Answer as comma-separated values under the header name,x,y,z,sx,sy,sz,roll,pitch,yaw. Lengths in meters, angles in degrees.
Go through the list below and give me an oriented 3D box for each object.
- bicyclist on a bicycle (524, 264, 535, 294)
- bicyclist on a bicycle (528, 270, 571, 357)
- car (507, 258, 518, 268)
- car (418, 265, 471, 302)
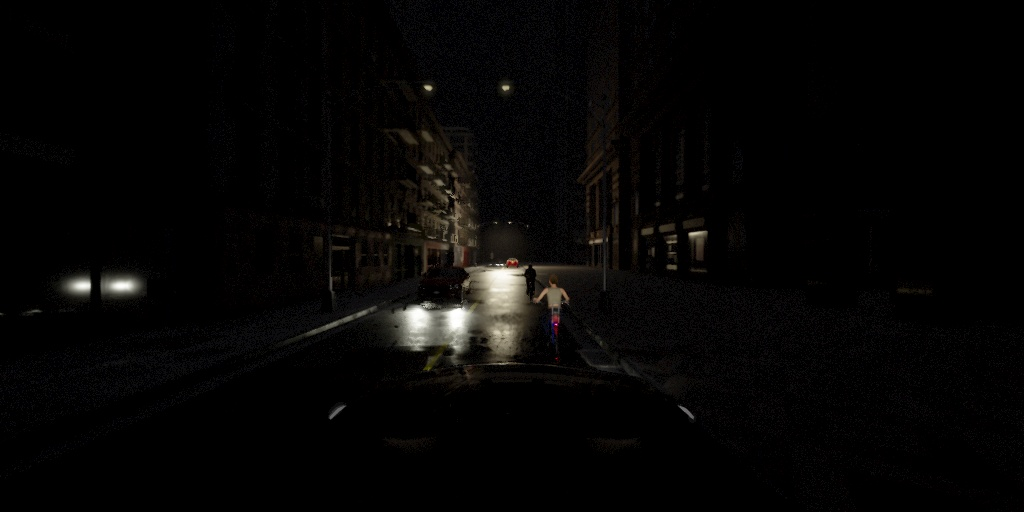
name,x,y,z,sx,sy,sz,roll,pitch,yaw
bicyclist on a bicycle,0.824,1.202,15.970,0.582,1.620,1.656,0,0,0
bicyclist on a bicycle,0.862,1.186,7.582,0.866,1.612,1.509,0,0,0
car,0.092,1.174,64.558,2.097,1.767,4.553,0,0,0
car,-3.101,1.227,17.222,1.882,1.535,5.008,0,0,0
